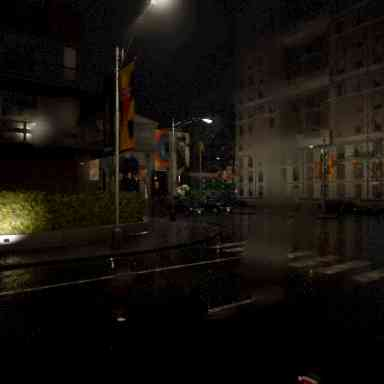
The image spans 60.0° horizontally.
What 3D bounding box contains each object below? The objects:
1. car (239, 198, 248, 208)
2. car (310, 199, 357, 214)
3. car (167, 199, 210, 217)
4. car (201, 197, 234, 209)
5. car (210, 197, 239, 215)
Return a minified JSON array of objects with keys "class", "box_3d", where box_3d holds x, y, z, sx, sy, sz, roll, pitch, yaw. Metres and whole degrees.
[{"class":"car","box_3d":[6.168,1.559,48.738,1.994,1.385,4.181,0,0,-35]},{"class":"car","box_3d":[15.204,1.500,35.914,1.837,1.490,4.892,-1,1,-37]},{"class":"car","box_3d":[-0.670,1.523,32.081,1.812,1.442,4.674,0,0,-35]},{"class":"car","box_3d":[3.502,1.473,46.444,1.882,1.535,5.008,0,0,-35]},{"class":"car","box_3d":[2.121,1.488,34.198,2.128,1.511,4.902,0,0,-35]}]
